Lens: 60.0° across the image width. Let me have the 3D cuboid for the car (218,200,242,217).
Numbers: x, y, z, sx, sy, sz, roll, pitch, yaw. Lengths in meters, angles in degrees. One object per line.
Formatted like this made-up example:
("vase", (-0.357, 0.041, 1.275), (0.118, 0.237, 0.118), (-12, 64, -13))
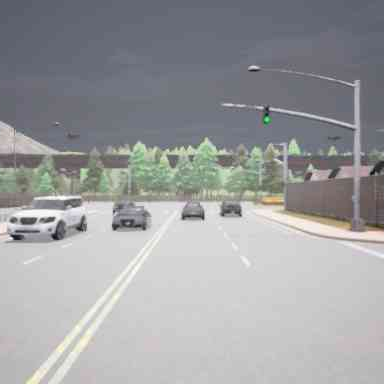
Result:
("car", (3.615, 1.502, 31.564), (1.837, 1.490, 4.892), (0, 0, 1))

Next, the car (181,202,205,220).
("car", (0.102, 1.562, 28.108), (1.994, 1.385, 4.181), (0, 0, 0))

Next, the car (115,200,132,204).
("car", (-6.998, 1.563, 34.880), (1.994, 1.385, 4.181), (0, 0, 0))

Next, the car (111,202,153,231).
("car", (-3.589, 1.563, 20.492), (1.994, 1.385, 4.181), (0, 0, 0))

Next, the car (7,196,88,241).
("car", (-7.097, 1.220, 17.073), (2.150, 2.045, 5.566), (0, 0, 0))
